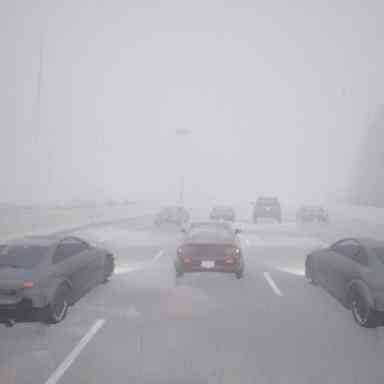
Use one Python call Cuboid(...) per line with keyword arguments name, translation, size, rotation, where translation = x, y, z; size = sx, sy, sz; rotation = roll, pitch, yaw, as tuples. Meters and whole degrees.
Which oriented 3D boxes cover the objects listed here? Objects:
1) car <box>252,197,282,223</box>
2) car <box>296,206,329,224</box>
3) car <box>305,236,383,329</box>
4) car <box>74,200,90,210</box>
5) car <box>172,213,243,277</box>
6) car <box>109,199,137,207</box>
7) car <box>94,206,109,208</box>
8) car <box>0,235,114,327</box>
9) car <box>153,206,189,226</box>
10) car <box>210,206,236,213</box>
Cuboid(name="car", translation=(6.270, 1.430, 28.034), size=(2.150, 2.045, 5.566), rotation=(0, 0, 10))
Cuboid(name="car", translation=(9.661, 1.807, 27.111), size=(1.895, 1.301, 4.718), rotation=(0, 0, 10))
Cuboid(name="car", translation=(3.851, 1.621, 7.010), size=(1.994, 1.385, 4.181), rotation=(0, 0, 3))
Cuboid(name="car", translation=(-14.806, 1.862, 46.967), size=(2.033, 1.411, 5.357), rotation=(0, 0, 15))
Cuboid(name="car", translation=(0.568, 1.601, 10.399), size=(1.812, 1.442, 4.674), rotation=(0, 0, 4))
Cuboid(name="car", translation=(-8.420, 1.792, 43.626), size=(2.128, 1.511, 4.902), rotation=(0, -1, 14))
Cuboid(name="car", translation=(-11.459, 1.816, 45.836), size=(1.837, 1.490, 4.892), rotation=(0, -1, 15))
Cuboid(name="car", translation=(-3.144, 1.613, 7.254), size=(1.994, 1.385, 4.181), rotation=(0, 0, 3))
Cuboid(name="car", translation=(-1.399, 1.721, 24.586), size=(2.033, 1.411, 5.357), rotation=(0, 0, 9))
Cuboid(name="car", translation=(2.661, 1.802, 27.713), size=(1.895, 1.301, 4.718), rotation=(0, 0, 10))
